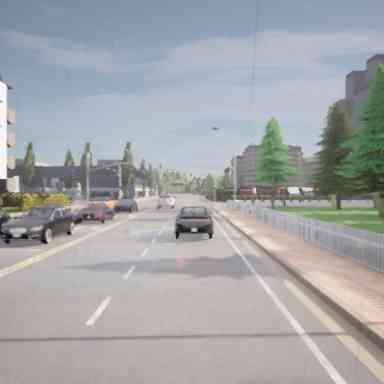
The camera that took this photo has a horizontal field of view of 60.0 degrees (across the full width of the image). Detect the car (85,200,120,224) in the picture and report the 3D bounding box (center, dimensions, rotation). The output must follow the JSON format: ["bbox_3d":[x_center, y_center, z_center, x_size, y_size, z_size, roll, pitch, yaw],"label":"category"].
[{"bbox_3d":[-7.082,1.559,24.835,1.994,1.385,4.181,0,0,1],"label":"car"}]

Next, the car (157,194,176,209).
[{"bbox_3d":[-3.478,1.215,45.168,2.150,2.045,5.566,0,0,0],"label":"car"}]

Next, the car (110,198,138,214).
[{"bbox_3d":[-7.060,1.470,36.081,1.882,1.535,5.008,0,0,0],"label":"car"}]

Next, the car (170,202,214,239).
[{"bbox_3d":[0.104,1.488,17.429,2.128,1.511,4.902,0,0,0],"label":"car"}]

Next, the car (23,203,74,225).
[{"bbox_3d":[-10.588,1.559,24.862,1.994,1.385,4.181,0,0,0],"label":"car"}]

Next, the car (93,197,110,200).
[{"bbox_3d":[-10.546,1.344,38.349,2.097,1.767,4.553,0,0,1],"label":"car"}]

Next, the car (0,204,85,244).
[{"bbox_3d":[-7.092,1.489,15.914,2.128,1.511,4.902,0,0,0],"label":"car"}]
